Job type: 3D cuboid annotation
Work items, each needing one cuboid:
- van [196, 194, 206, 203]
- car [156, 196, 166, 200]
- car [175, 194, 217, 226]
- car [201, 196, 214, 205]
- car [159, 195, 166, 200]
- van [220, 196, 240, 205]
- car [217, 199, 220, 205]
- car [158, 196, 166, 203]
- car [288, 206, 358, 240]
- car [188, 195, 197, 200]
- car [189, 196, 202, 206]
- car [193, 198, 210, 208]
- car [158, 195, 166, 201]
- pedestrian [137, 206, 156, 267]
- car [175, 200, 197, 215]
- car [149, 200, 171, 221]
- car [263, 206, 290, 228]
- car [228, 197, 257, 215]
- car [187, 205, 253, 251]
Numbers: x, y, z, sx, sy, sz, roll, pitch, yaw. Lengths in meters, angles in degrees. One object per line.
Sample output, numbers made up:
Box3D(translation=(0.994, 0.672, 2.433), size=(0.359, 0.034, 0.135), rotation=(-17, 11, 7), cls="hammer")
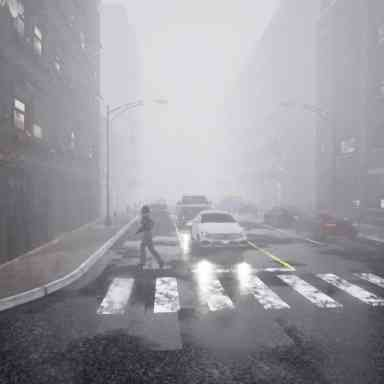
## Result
Box3D(translation=(1.926, 1.347, 71.664), size=(1.690, 1.788, 3.998), rotation=(-1, 0, -5), cls="van")
Box3D(translation=(-4.099, 1.541, 43.452), size=(1.887, 1.381, 4.507), rotation=(0, 0, -5), cls="car")
Box3D(translation=(0.137, 1.216, 24.091), size=(2.150, 2.045, 5.566), rotation=(0, 0, -5), cls="car")
Box3D(translation=(2.843, 1.527, 60.825), size=(1.752, 1.417, 4.829), rotation=(0, 0, -5), cls="car")
Box3D(translation=(-8.284, 1.561, 92.986), size=(1.887, 1.381, 4.507), rotation=(0, 0, -5), cls="car")
Box3D(translation=(4.717, 1.338, 38.641), size=(1.690, 1.788, 3.998), rotation=(0, 0, -5), cls="van")
Box3D(translation=(4.253, 1.563, 44.145), size=(1.947, 1.339, 4.313), rotation=(0, 0, -5), cls="car")
Box3D(translation=(-6.410, 1.530, 70.802), size=(1.752, 1.417, 4.829), rotation=(0, 0, -5), cls="car")
Box3D(translation=(6.579, 1.579, 16.626), size=(1.802, 1.307, 4.206), rotation=(0, 0, -5), cls="car")
Box3D(translation=(0.068, 1.569, 93.679), size=(2.008, 1.369, 4.403), rotation=(-1, 0, -5), cls="car")
Box3D(translation=(0.509, 1.505, 57.708), size=(1.837, 1.490, 4.892), rotation=(0, 0, -5), cls="car")
Box3D(translation=(1.343, 1.598, 47.923), size=(1.895, 1.301, 4.718), rotation=(0, 0, -5), cls="car")
Box3D(translation=(-7.819, 1.579, 87.482), size=(1.947, 1.339, 4.313), rotation=(0, 0, -5), cls="car")
Box3D(translation=(-1.332, 1.290, 9.854), size=(0.375, 1.860, 0.375), rotation=(0, 1, -5), cls="pedestrian")
Box3D(translation=(-0.690, 1.559, 34.095), size=(1.994, 1.385, 4.181), rotation=(0, 0, -5), cls="car")
Box3D(translation=(-2.704, 1.560, 26.940), size=(1.947, 1.339, 4.313), rotation=(0, 0, -5), cls="car")
Box3D(translation=(6.114, 1.562, 22.130), size=(1.947, 1.339, 4.313), rotation=(0, 0, -5), cls="car")
Box3D(translation=(5.183, 1.541, 33.137), size=(1.887, 1.381, 4.507), rotation=(0, 0, -5), cls="car")
Box3D(translation=(0.984, 1.522, 14.238), size=(1.812, 1.442, 4.674), rotation=(0, 0, -5), cls="car")
